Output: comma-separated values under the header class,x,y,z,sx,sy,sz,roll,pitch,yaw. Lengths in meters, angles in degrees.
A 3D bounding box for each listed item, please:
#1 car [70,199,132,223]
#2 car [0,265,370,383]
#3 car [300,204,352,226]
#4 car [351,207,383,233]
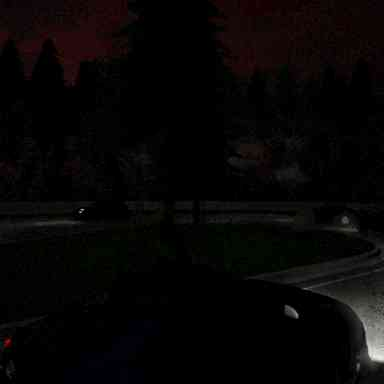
class,x,y,z,sx,sy,sz,roll,pitch,yaw
car,-7.210,1.428,26.486,4.553,1.767,2.097,1,0,-35
car,0.184,1.584,3.812,4.181,1.385,1.994,1,0,-36
car,10.873,1.683,25.762,1.882,1.535,5.008,2,-1,-41
car,10.993,1.694,18.133,1.812,1.442,4.674,1,0,-4
